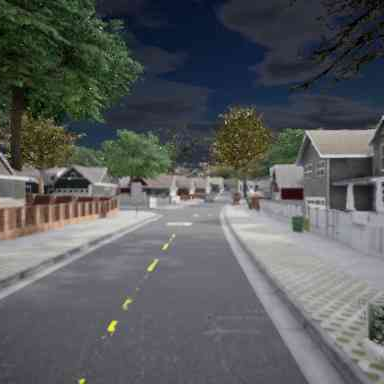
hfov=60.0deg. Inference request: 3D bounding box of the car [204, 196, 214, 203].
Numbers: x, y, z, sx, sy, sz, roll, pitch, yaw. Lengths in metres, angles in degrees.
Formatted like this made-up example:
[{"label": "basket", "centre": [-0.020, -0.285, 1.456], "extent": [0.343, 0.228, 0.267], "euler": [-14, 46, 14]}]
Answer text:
[{"label": "car", "centre": [3.755, 1.628, 72.885], "extent": [1.837, 1.490, 4.892], "euler": [0, 0, 10]}]
